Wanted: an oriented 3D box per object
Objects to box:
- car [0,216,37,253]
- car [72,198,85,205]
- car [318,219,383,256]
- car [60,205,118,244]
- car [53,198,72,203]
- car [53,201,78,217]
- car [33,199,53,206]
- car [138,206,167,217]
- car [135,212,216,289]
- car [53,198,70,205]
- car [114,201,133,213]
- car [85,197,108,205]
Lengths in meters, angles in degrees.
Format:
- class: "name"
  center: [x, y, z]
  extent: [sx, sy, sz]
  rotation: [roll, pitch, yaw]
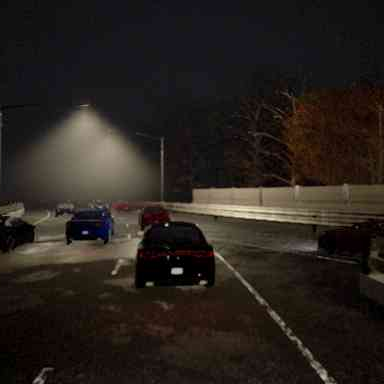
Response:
- class: "car"
  center: [-8.168, 1.702, 14.199]
  extent: [1.994, 1.385, 4.181]
  rotation: [0, -1, -8]
- class: "car"
  center: [-23.331, 2.027, 67.895]
  extent: [2.128, 1.511, 4.902]
  rotation: [0, -1, -39]
- class: "car"
  center: [6.820, 1.674, 12.147]
  extent: [1.994, 1.385, 4.181]
  rotation: [0, -1, -35]
- class: "car"
  center: [-5.039, 1.638, 16.897]
  extent: [1.882, 1.535, 5.008]
  rotation: [0, -1, -9]
- class: "car"
  center: [-26.107, 2.025, 65.763]
  extent: [2.033, 1.411, 5.357]
  rotation: [0, -1, -39]
- class: "car"
  center: [-13.702, 1.945, 35.990]
  extent: [1.895, 1.301, 4.718]
  rotation: [0, -1, -20]
- class: "car"
  center: [-28.883, 2.008, 63.632]
  extent: [2.033, 1.411, 5.357]
  rotation: [0, -1, -39]
- class: "car"
  center: [-2.746, 1.698, 23.398]
  extent: [1.882, 1.535, 5.008]
  rotation: [0, 0, -12]
- class: "car"
  center: [-0.556, 1.569, 9.560]
  extent: [1.882, 1.535, 5.008]
  rotation: [0, -1, -5]
- class: "car"
  center: [-29.505, 2.198, 75.319]
  extent: [1.882, 1.535, 5.008]
  rotation: [0, -1, -42]
- class: "car"
  center: [-9.062, 1.885, 43.101]
  extent: [1.882, 1.535, 5.008]
  rotation: [0, -1, -24]
- class: "car"
  center: [-10.382, 1.703, 36.926]
  extent: [2.097, 1.767, 4.553]
  rotation: [0, -1, -20]
